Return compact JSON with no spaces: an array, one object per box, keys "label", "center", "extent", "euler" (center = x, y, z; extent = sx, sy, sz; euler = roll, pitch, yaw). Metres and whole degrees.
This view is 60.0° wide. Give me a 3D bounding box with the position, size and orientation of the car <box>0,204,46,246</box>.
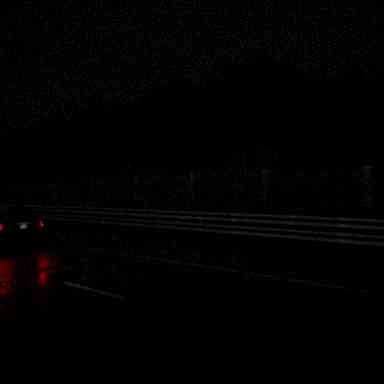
[{"label":"car","center":[-8.256,1.372,14.144],"extent":[4.553,1.767,2.097],"euler":[0,0,36]}]
